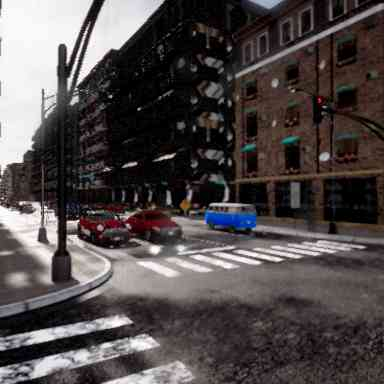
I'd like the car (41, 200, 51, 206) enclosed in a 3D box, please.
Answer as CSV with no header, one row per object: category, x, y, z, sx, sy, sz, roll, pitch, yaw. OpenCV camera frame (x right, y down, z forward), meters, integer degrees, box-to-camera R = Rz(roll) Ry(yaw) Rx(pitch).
car,-36.987,2.743,84.065,1.802,1.307,4.206,0,-1,-32

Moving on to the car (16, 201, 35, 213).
car,-22.822,2.232,46.134,1.802,1.307,4.206,0,-1,-32

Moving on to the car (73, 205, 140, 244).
car,-4.609,1.711,17.462,1.967,1.590,4.097,0,-1,-32

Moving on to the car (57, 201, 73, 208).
car,-24.844,2.439,64.949,2.008,1.369,4.403,0,-1,-32

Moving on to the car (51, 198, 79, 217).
car,-13.461,1.726,36.248,2.150,2.045,5.566,0,-1,-32

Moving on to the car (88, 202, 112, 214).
car,-12.701,2.164,45.831,1.887,1.381,4.507,0,-1,-32

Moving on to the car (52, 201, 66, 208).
car,-27.880,2.506,69.728,2.008,1.369,4.403,0,-1,-32

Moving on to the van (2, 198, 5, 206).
van,-44.073,2.466,79.593,1.690,1.788,3.998,0,-1,-32

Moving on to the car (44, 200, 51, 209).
car,-24.981,2.309,60.334,1.882,1.535,5.008,0,-1,-32

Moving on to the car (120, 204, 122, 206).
car,-9.666,2.098,41.052,1.887,1.381,4.507,0,-1,-32

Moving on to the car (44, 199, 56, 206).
car,-33.951,2.531,79.287,1.967,1.590,4.097,0,-1,-32

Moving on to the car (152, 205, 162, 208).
car,-3.687,1.953,31.639,1.752,1.417,4.829,0,-1,-32

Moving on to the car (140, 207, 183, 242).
car,-2.236,1.804,18.558,1.812,1.442,4.674,0,-1,-31

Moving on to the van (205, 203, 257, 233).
van,2.476,1.648,21.941,1.690,1.788,3.998,0,-1,-32

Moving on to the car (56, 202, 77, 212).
car,-19.528,2.258,51.729,2.033,1.411,5.357,0,-1,-32

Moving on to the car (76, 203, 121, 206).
car,-7.747,1.890,27.228,1.837,1.490,4.892,0,-1,-33

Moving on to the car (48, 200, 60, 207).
car,-30.916,2.567,74.508,1.887,1.381,4.507,0,-1,-32

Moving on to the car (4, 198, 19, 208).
car,-34.966,2.234,65.256,2.192,1.841,5.009,0,-1,-32
